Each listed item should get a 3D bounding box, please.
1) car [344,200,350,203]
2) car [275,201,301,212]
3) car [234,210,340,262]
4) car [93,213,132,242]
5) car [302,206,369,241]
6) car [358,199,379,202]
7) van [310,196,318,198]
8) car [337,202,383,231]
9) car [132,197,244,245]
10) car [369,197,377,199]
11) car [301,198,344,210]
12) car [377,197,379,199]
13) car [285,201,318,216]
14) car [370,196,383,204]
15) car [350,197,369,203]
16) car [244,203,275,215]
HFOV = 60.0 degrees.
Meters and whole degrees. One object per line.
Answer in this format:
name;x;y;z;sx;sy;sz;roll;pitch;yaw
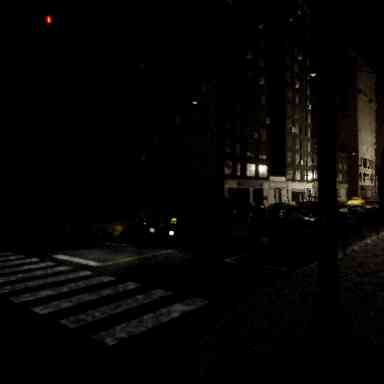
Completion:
car;18.080;1.453;42.215;1.967;1.590;4.097;-1;0;40
car;7.748;1.615;29.688;1.947;1.339;4.313;-1;0;40
car;3.599;1.560;12.049;1.947;1.339;4.313;-1;0;40
car;-2.693;1.608;17.031;1.752;1.417;4.829;-1;0;40
car;7.044;1.565;16.224;1.802;1.307;4.206;-1;0;40
car;14.040;1.486;24.706;1.752;1.417;4.829;-1;0;40
van;14.635;1.366;38.040;1.690;1.788;3.998;-1;0;40
car;10.488;1.538;20.399;1.947;1.339;4.313;-1;0;40
car;0.045;1.274;16.366;2.150;2.045;5.566;-1;0;40
car;28.415;1.541;54.740;1.947;1.339;4.313;-1;0;40
car;11.974;1.560;30.814;2.033;1.411;5.357;-1;0;40
car;31.750;1.488;58.784;1.752;1.417;4.829;-1;0;40
car;11.193;1.619;33.864;1.802;1.307;4.206;-1;0;40
car;35.304;1.531;63.091;1.802;1.307;4.206;-1;0;40
car;24.862;1.513;50.434;1.752;1.417;4.829;-1;0;40
car;4.304;1.626;25.513;1.947;1.339;4.313;-1;0;40
